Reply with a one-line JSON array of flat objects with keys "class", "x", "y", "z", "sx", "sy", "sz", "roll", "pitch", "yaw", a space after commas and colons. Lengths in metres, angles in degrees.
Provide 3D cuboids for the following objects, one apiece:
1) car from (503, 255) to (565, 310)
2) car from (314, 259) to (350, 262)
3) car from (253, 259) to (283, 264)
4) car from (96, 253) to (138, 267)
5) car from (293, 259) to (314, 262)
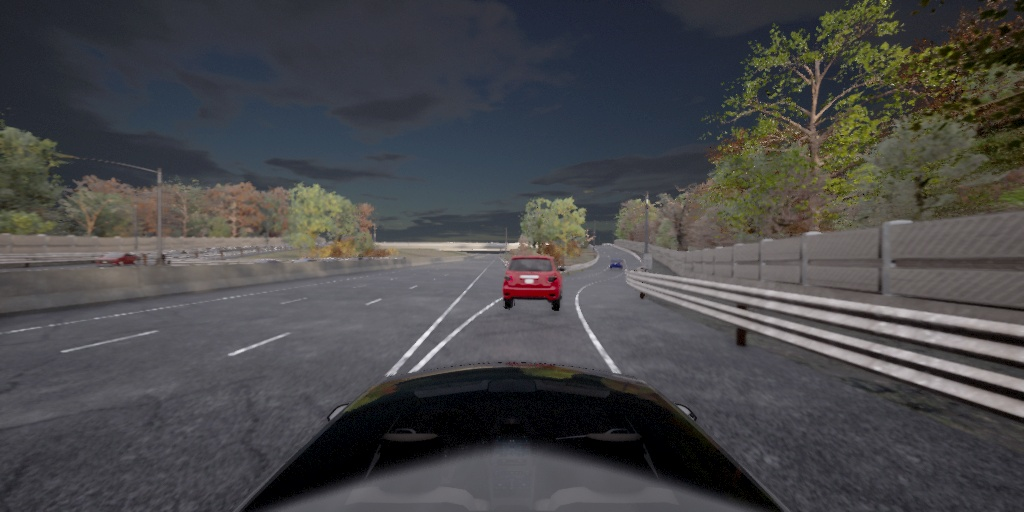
[{"class": "car", "x": 1.038, "y": 1.019, "z": 15.328, "sx": 2.150, "sy": 2.045, "sz": 5.566, "roll": 0, "pitch": -1, "yaw": 9}, {"class": "car", "x": -22.942, "y": 1.185, "z": 45.938, "sx": 1.994, "sy": 1.385, "sz": 4.181, "roll": 0, "pitch": 0, "yaw": -2}, {"class": "car", "x": -29.868, "y": 1.123, "z": 43.753, "sx": 2.033, "sy": 1.411, "sz": 5.357, "roll": 0, "pitch": 0, "yaw": -2}, {"class": "car", "x": -44.104, "y": 0.354, "z": 40.140, "sx": 1.882, "sy": 1.535, "sz": 5.008, "roll": 0, "pitch": 1, "yaw": -26}, {"class": "car", "x": -26.430, "y": 1.076, "z": 45.668, "sx": 1.882, "sy": 1.535, "sz": 5.008, "roll": 0, "pitch": 0, "yaw": -2}]
